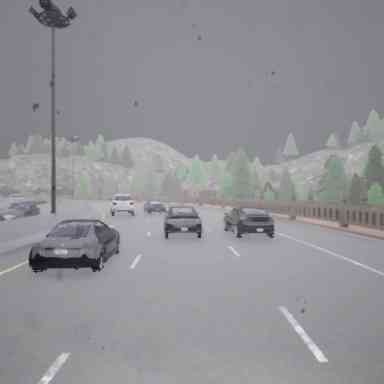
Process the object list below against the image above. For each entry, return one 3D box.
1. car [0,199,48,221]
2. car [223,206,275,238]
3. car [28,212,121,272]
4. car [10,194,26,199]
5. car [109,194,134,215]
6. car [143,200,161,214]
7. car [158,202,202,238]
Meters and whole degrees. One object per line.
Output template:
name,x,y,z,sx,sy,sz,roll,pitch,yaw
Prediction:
car,-12.266,1.516,23.867,2.128,1.511,4.902,0,0,-11
car,2.906,1.510,17.777,1.837,1.490,4.892,0,0,-6
car,-3.580,1.566,10.862,1.994,1.385,4.181,0,0,-3
car,-31.540,1.432,60.161,2.150,2.045,5.566,0,0,-36
car,-7.123,1.260,33.750,2.150,2.045,5.566,0,0,-15
car,-4.044,1.563,35.482,1.812,1.442,4.674,0,0,-16
car,-0.594,1.498,17.686,2.128,1.511,4.902,0,0,-6
